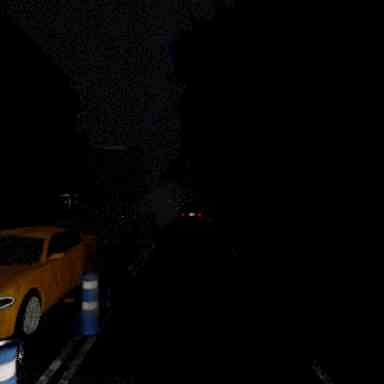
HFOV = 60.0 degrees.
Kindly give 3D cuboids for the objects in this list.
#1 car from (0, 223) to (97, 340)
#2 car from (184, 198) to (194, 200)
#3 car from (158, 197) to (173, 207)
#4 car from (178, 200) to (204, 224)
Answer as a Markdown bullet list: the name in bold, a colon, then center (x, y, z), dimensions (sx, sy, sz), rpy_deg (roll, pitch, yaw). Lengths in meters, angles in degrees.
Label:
- **car**: center (-3.390, 1.478, 6.723), dimensions (1.882, 1.535, 5.008), rpy_deg (0, 0, 0)
- **car**: center (-0.347, 1.516, 42.745), dimensions (2.033, 1.411, 5.357), rpy_deg (0, 0, -1)
- **car**: center (-3.852, 1.511, 49.598), dimensions (1.812, 1.442, 4.674), rpy_deg (0, 0, -2)
- **car**: center (-0.087, 1.546, 24.740), dimensions (2.033, 1.411, 5.357), rpy_deg (0, 0, 0)
